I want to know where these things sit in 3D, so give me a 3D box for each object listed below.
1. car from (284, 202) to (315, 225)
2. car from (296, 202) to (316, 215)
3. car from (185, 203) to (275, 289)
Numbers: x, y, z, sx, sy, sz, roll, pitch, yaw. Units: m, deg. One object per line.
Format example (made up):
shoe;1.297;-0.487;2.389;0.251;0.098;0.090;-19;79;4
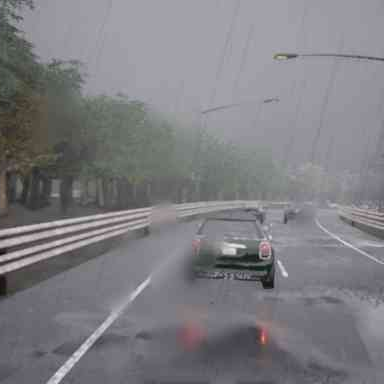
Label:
car;8.745;1.626;27.463;2.097;1.767;4.553;2;0;18
car;14.882;2.060;43.270;1.882;1.535;5.008;2;-1;26
car;1.148;1.364;9.596;2.097;1.767;4.553;2;0;8
